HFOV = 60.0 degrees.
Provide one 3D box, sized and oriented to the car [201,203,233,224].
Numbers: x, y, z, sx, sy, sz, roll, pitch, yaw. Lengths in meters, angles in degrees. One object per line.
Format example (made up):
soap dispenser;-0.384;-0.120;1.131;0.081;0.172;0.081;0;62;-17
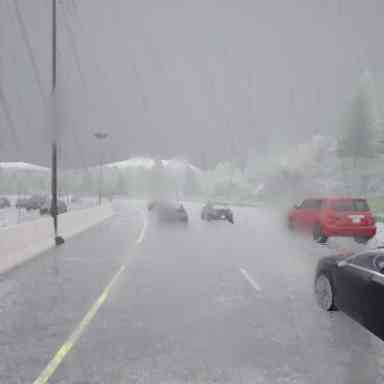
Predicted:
car;1.845;1.561;25.189;1.812;1.442;4.674;0;0;-7

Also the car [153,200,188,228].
car;-1.353;1.529;22.449;2.128;1.511;4.902;0;0;-7

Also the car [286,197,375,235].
car;6.351;1.233;15.915;2.150;2.045;5.566;0;0;-4

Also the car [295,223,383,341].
car;3.431;1.492;4.827;2.128;1.511;4.902;0;0;-2

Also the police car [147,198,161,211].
police car;-4.450;1.576;41.223;2.038;1.542;4.974;0;0;-12
